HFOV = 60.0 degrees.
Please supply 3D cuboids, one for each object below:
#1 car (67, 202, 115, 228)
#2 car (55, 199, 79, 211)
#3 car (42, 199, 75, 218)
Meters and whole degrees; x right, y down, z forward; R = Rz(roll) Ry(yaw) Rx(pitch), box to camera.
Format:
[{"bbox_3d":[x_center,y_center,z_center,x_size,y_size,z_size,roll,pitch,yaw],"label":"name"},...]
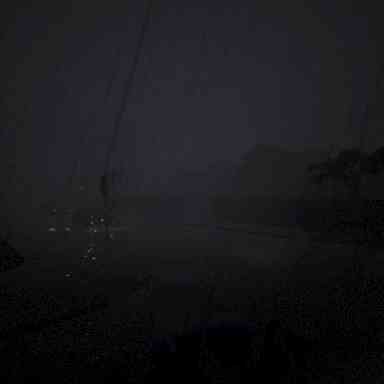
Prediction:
[{"bbox_3d":[-6.924,1.648,23.198,1.994,1.385,4.181,1,0,-35],"label":"car"},{"bbox_3d":[-16.528,1.655,43.903,1.812,1.442,4.674,1,0,-36],"label":"car"},{"bbox_3d":[-12.917,1.589,31.658,1.837,1.490,4.892,1,0,-35],"label":"car"}]
